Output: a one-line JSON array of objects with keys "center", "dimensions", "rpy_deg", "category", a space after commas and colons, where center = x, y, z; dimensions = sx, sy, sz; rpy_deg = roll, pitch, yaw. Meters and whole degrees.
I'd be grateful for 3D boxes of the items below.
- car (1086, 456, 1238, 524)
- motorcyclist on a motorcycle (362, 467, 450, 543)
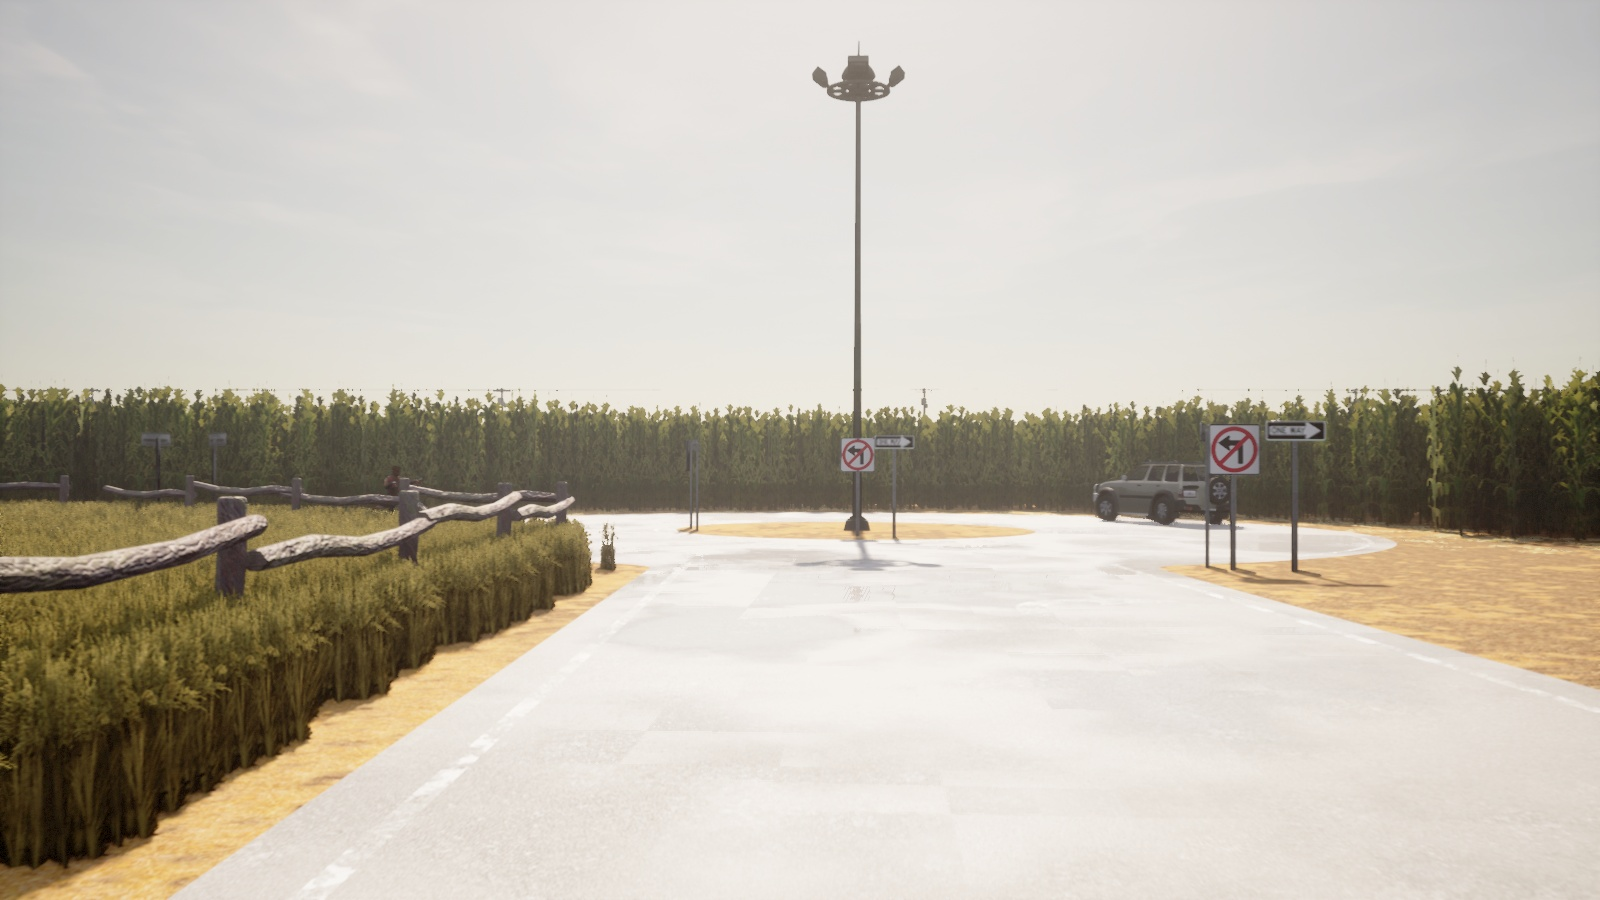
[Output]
[{"center": [10.492, 1.136, 36.783], "dimensions": [1.932, 1.855, 4.605], "rpy_deg": [1, -1, -20], "category": "car"}, {"center": [-9.032, 1.227, 28.715], "dimensions": [2.350, 1.649, 0.766], "rpy_deg": [-1, 0, 41], "category": "motorcyclist on a motorcycle"}]
